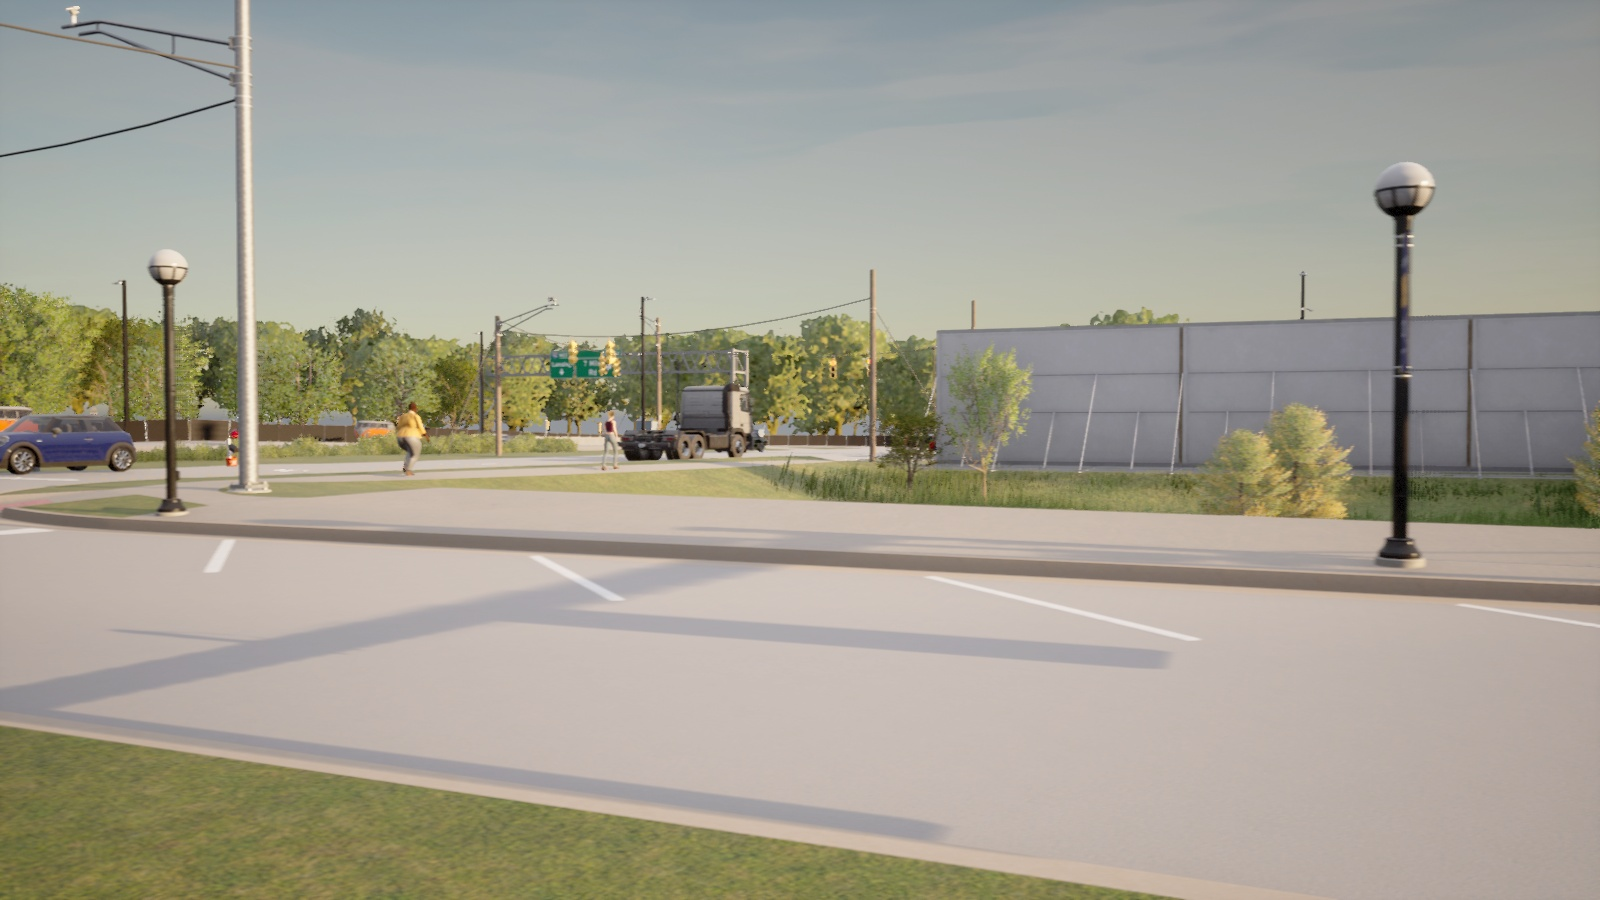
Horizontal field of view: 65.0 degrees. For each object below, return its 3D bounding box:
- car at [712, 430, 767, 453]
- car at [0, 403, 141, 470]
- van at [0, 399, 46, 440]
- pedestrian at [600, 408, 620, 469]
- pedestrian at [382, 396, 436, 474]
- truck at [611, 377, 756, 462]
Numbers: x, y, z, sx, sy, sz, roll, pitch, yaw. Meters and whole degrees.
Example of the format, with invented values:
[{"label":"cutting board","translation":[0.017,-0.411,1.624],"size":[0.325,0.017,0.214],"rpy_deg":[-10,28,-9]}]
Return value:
[{"label":"car","translation":[-3.590,-0.510,75.670],"size":[1.895,1.301,4.718],"rpy_deg":[1,1,16]},{"label":"car","translation":[-21.335,-0.396,35.443],"size":[2.097,1.767,4.553],"rpy_deg":[1,1,23]},{"label":"van","translation":[-39.994,-1.506,62.114],"size":[1.775,1.987,4.442],"rpy_deg":[1,0,23]},{"label":"pedestrian","translation":[-5.843,-0.359,38.623],"size":[0.345,1.836,0.594],"rpy_deg":[1,2,24]},{"label":"pedestrian","translation":[-9.469,-0.366,30.425],"size":[0.874,1.855,0.900],"rpy_deg":[1,2,22]},{"label":"truck","translation":[-4.996,-1.319,55.697],"size":[2.891,3.462,7.936],"rpy_deg":[1,1,24]}]
